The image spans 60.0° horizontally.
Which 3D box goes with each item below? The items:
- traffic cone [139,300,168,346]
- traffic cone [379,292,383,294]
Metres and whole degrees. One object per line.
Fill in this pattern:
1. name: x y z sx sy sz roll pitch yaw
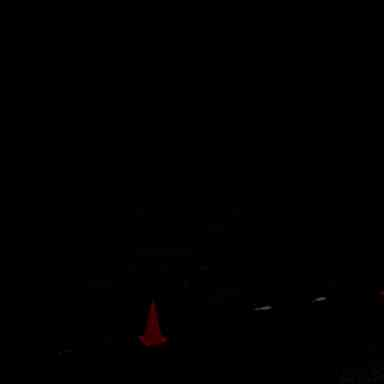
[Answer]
1. traffic cone: -0.583 1.935 5.019 0.340 0.580 0.340 0 0 -29
2. traffic cone: 4.360 1.949 7.275 0.340 0.580 0.340 0 0 -20
